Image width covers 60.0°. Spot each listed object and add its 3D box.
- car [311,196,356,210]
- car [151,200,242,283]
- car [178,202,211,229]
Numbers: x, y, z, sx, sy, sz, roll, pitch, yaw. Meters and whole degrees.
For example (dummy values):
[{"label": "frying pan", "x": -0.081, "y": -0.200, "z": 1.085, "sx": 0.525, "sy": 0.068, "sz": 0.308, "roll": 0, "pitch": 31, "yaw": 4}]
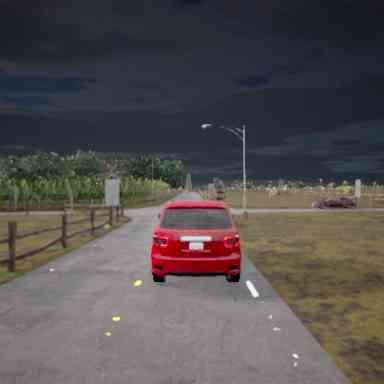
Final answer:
[{"label": "car", "x": 15.502, "y": 1.199, "z": 36.532, "sx": 4.674, "sy": 1.442, "sz": 1.812, "roll": -1, "pitch": -1, "yaw": 0}, {"label": "car", "x": 0.123, "y": 1.240, "z": 9.841, "sx": 2.150, "sy": 2.045, "sz": 5.566, "roll": 0, "pitch": 0, "yaw": 1}, {"label": "car", "x": 0.171, "y": 1.505, "z": 22.611, "sx": 2.033, "sy": 1.411, "sz": 5.357, "roll": 0, "pitch": 0, "yaw": 0}]
